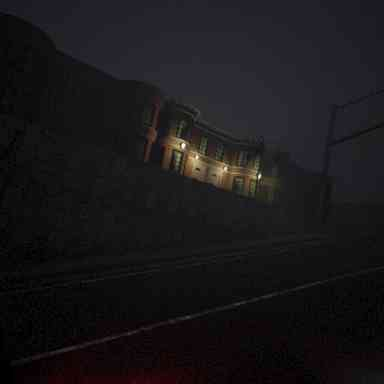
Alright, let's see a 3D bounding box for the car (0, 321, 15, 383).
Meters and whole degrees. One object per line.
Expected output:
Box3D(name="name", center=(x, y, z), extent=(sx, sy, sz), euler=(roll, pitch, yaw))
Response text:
Box3D(name="car", center=(-3.549, 1.502, 1.454), extent=(4.892, 1.490, 1.837), euler=(0, 0, -36))
